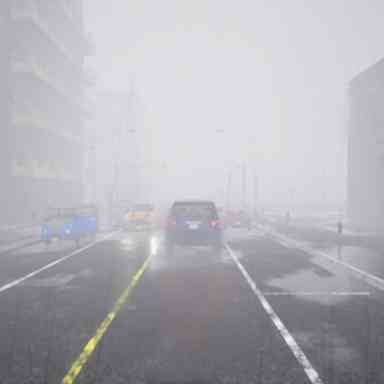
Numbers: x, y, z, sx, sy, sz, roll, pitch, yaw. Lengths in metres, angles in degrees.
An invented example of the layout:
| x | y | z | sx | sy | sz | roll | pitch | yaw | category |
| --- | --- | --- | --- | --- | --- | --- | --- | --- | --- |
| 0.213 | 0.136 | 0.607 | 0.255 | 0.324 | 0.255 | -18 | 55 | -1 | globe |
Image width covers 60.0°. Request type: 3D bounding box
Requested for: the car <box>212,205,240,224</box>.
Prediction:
| x | y | z | sx | sy | sz | roll | pitch | yaw | category |
| --- | --- | --- | --- | --- | --- | --- | --- | --- | --- |
| 2.702 | 1.757 | 27.031 | 1.802 | 1.307 | 4.206 | -1 | 0 | 0 | car |

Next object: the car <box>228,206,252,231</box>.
| x | y | z | sx | sy | sz | roll | pitch | yaw | category |
| --- | --- | --- | --- | --- | --- | --- | --- | --- | --- |
| 2.696 | 1.685 | 21.451 | 1.887 | 1.381 | 4.507 | -1 | 0 | 0 | car |

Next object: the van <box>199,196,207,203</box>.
| x | y | z | sx | sy | sz | roll | pitch | yaw | category |
| --- | --- | --- | --- | --- | --- | --- | --- | --- | --- |
| 2.716 | 1.824 | 82.033 | 1.690 | 1.788 | 3.998 | -1 | 0 | 0 | van |

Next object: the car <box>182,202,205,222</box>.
| x | y | z | sx | sy | sz | roll | pitch | yaw | category |
| --- | --- | --- | --- | --- | --- | --- | --- | --- | --- |
| 0.114 | 1.693 | 29.261 | 1.837 | 1.490 | 4.892 | 0 | 0 | 0 | car |

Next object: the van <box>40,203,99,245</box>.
| x | y | z | sx | sy | sz | roll | pitch | yaw | category |
| --- | --- | --- | --- | --- | --- | --- | --- | --- | --- |
| -5.692 | 1.446 | 15.843 | 1.690 | 1.788 | 3.998 | -1 | 0 | 0 | van |

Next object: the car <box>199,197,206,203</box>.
| x | y | z | sx | sy | sz | roll | pitch | yaw | category |
| --- | --- | --- | --- | --- | --- | --- | --- | --- | --- |
| 2.724 | 2.056 | 87.678 | 1.887 | 1.381 | 4.507 | -1 | 0 | 0 | car |

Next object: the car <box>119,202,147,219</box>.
| x | y | z | sx | sy | sz | roll | pitch | yaw | category |
| --- | --- | --- | --- | --- | --- | --- | --- | --- | --- |
| -5.674 | 1.760 | 32.583 | 2.008 | 1.369 | 4.403 | -1 | 0 | 0 | car |

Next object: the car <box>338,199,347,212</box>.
| x | y | z | sx | sy | sz | roll | pitch | yaw | category |
| --- | --- | --- | --- | --- | --- | --- | --- | --- | --- |
| 22.238 | 2.025 | 44.687 | 4.313 | 1.339 | 1.947 | 0 | 0 | 1 | car |

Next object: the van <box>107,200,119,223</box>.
| x | y | z | sx | sy | sz | roll | pitch | yaw | category |
| --- | --- | --- | --- | --- | --- | --- | --- | --- | --- |
| -5.682 | 1.516 | 27.005 | 1.690 | 1.788 | 3.998 | -1 | 0 | 0 | van |

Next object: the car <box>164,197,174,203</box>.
| x | y | z | sx | sy | sz | roll | pitch | yaw | category |
| --- | --- | --- | --- | --- | --- | --- | --- | --- | --- |
| -5.628 | 2.049 | 82.007 | 1.947 | 1.339 | 4.313 | -1 | 0 | 0 | car |

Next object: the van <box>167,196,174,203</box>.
| x | y | z | sx | sy | sz | roll | pitch | yaw | category |
| --- | --- | --- | --- | --- | --- | --- | --- | --- | --- |
| -5.626 | 1.852 | 87.654 | 1.690 | 1.788 | 3.998 | -1 | 0 | 0 | van |

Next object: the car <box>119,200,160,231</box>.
| x | y | z | sx | sy | sz | roll | pitch | yaw | category |
| --- | --- | --- | --- | --- | --- | --- | --- | --- | --- |
| -3.075 | 1.493 | 21.625 | 2.097 | 1.767 | 4.553 | 0 | 0 | 0 | car |

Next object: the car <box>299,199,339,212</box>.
| x | y | z | sx | sy | sz | roll | pitch | yaw | category |
| --- | --- | --- | --- | --- | --- | --- | --- | --- | --- |
| 16.756 | 1.984 | 44.768 | 4.403 | 1.369 | 2.008 | 0 | 0 | 1 | car |

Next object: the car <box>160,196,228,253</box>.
| x | y | z | sx | sy | sz | roll | pitch | yaw | category |
| --- | --- | --- | --- | --- | --- | --- | --- | --- | --- |
| 0.081 | 1.315 | 14.222 | 2.150 | 2.045 | 5.566 | 0 | -1 | 0 | car |

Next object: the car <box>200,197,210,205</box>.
| x | y | z | sx | sy | sz | roll | pitch | yaw | category |
| --- | --- | --- | --- | --- | --- | --- | --- | --- | --- |
| 2.707 | 1.866 | 70.741 | 1.967 | 1.590 | 4.097 | -1 | 0 | 0 | car |

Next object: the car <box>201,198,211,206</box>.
| x | y | z | sx | sy | sz | roll | pitch | yaw | category |
| --- | --- | --- | --- | --- | --- | --- | --- | --- | --- |
| 2.704 | 1.941 | 65.095 | 1.887 | 1.381 | 4.507 | -1 | 0 | 0 | car |
